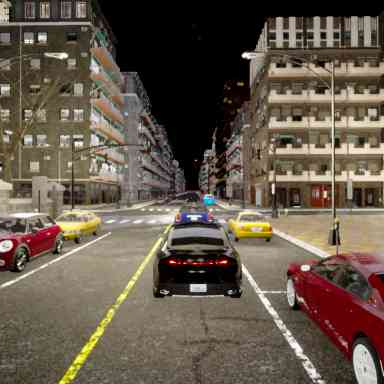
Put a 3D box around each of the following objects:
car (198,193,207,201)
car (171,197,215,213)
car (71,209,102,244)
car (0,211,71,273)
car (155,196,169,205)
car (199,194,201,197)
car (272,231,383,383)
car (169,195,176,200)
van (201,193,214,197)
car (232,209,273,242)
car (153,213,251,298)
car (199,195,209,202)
[{"bbox_3d":[2.795,1.249,88.126,2.192,1.841,5.009,1,0,0],"label":"car"},{"bbox_3d":[0.140,1.354,18.757,2.097,1.767,4.553,0,0,1],"label":"car"},{"bbox_3d":[-5.664,1.527,15.963,1.752,1.417,4.829,1,0,0],"label":"car"},{"bbox_3d":[-5.669,1.442,10.519,1.967,1.590,4.097,1,0,0],"label":"car"},{"bbox_3d":[-5.618,1.556,59.837,1.802,1.307,4.206,1,0,0],"label":"car"},{"bbox_3d":[2.762,1.519,59.772,1.887,1.381,4.507,1,0,0],"label":"car"},{"bbox_3d":[2.705,1.546,4.874,1.887,1.381,4.507,1,0,0],"label":"car"},{"bbox_3d":[-5.588,1.516,88.192,1.802,1.307,4.206,1,0,0],"label":"car"},{"bbox_3d":[2.759,1.321,54.100,1.690,1.788,3.998,1,0,0],"label":"van"},{"bbox_3d":[2.716,1.527,16.277,1.752,1.417,4.829,1,0,0],"label":"car"},{"bbox_3d":[0.112,1.506,8.497,1.837,1.490,4.892,0,0,0],"label":"car"},{"bbox_3d":[2.780,1.503,76.784,2.008,1.369,4.403,1,0,0],"label":"car"}]
